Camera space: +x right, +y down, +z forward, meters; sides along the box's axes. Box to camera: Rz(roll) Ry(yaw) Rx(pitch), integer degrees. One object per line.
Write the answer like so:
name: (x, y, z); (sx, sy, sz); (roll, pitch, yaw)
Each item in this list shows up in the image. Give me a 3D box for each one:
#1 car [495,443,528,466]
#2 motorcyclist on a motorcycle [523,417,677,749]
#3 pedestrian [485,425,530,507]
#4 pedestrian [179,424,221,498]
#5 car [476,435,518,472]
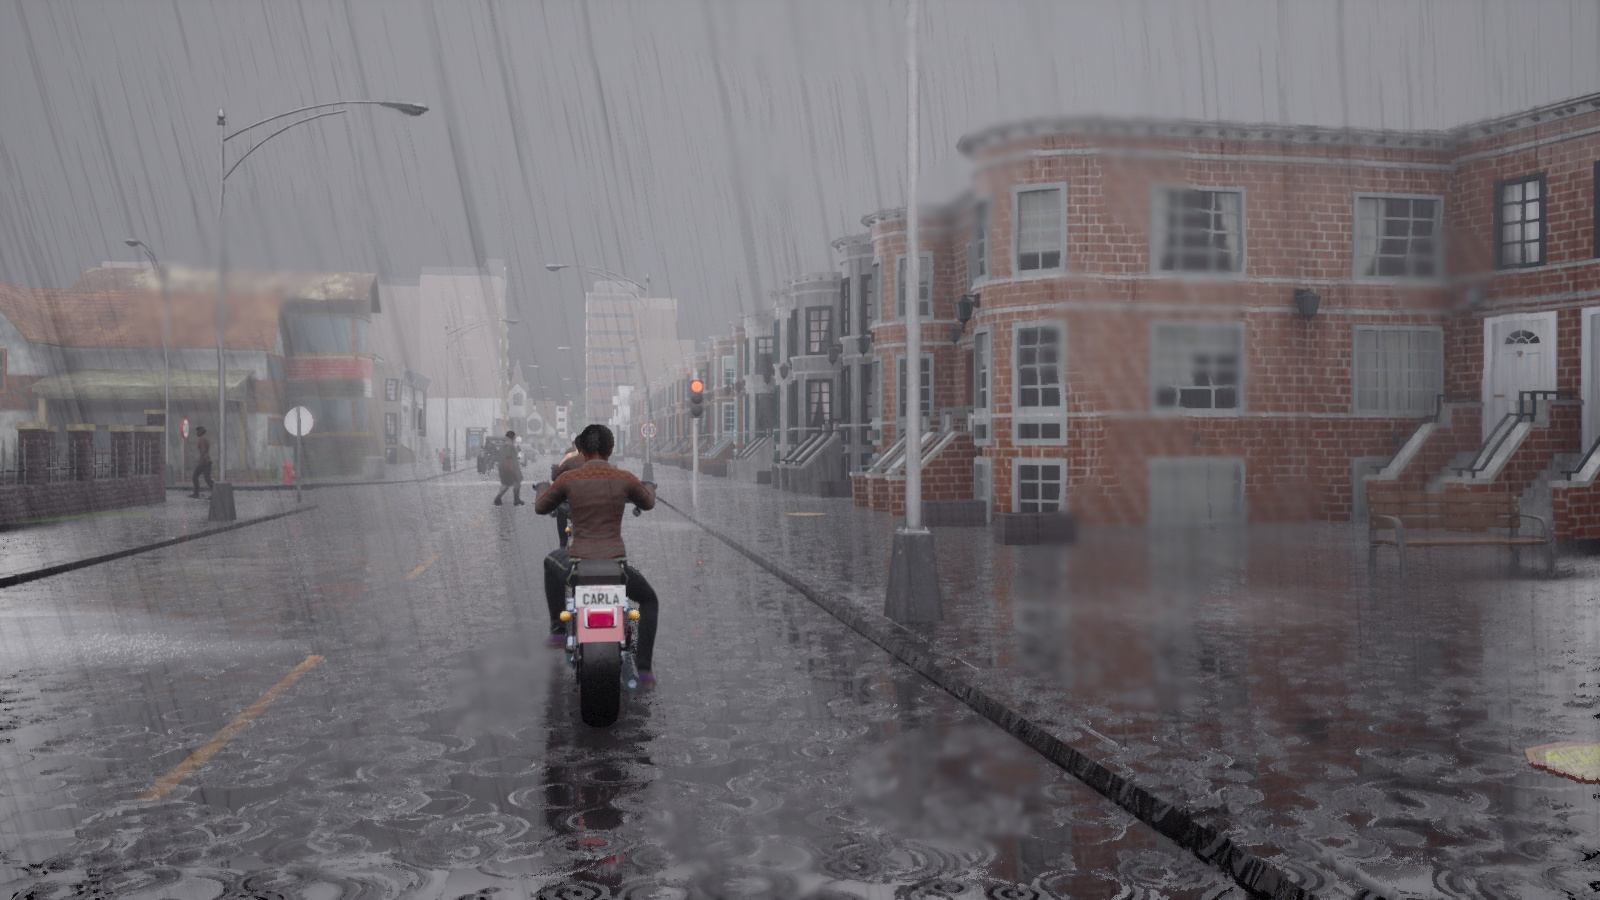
car: (-18.796, 0.263, 81.942); (1.970, 1.475, 3.806); (0, 0, -10)
motorcyclist on a motorcycle: (-1.211, 0.655, 7.459); (0.766, 1.649, 2.350); (0, 0, -10)
pedestrian: (-7.031, 0.374, 30.199); (0.873, 1.952, 0.659); (0, 0, -34)
pedestrian: (-14.703, 0.278, 30.792); (0.869, 1.805, 0.328); (0, 0, -5)
car: (-15.980, 0.177, 66.370); (1.905, 1.878, 3.866); (0, 0, -10)
